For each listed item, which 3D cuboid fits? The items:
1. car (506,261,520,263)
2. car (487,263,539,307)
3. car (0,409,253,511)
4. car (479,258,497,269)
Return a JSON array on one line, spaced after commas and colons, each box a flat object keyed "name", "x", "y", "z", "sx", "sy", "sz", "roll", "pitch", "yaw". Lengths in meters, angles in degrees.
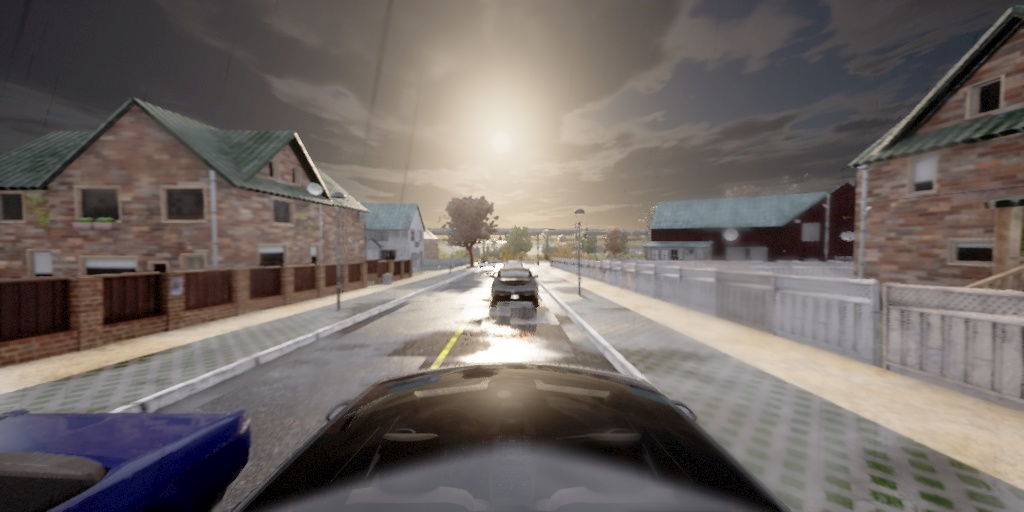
[{"name": "car", "x": 0.112, "y": 1.160, "z": 34.275, "sx": 1.812, "sy": 1.442, "sz": 4.674, "roll": 0, "pitch": 0, "yaw": 0}, {"name": "car", "x": 0.106, "y": 1.204, "z": 15.234, "sx": 1.837, "sy": 1.490, "sz": 4.892, "roll": 0, "pitch": 0, "yaw": 0}, {"name": "car", "x": -2.850, "y": 1.357, "z": 0.389, "sx": 1.895, "sy": 1.301, "sz": 4.718, "roll": 0, "pitch": 0, "yaw": 0}, {"name": "car", "x": -2.737, "y": 0.827, "z": 40.937, "sx": 1.895, "sy": 1.301, "sz": 4.718, "roll": 0, "pitch": 0, "yaw": 0}]
